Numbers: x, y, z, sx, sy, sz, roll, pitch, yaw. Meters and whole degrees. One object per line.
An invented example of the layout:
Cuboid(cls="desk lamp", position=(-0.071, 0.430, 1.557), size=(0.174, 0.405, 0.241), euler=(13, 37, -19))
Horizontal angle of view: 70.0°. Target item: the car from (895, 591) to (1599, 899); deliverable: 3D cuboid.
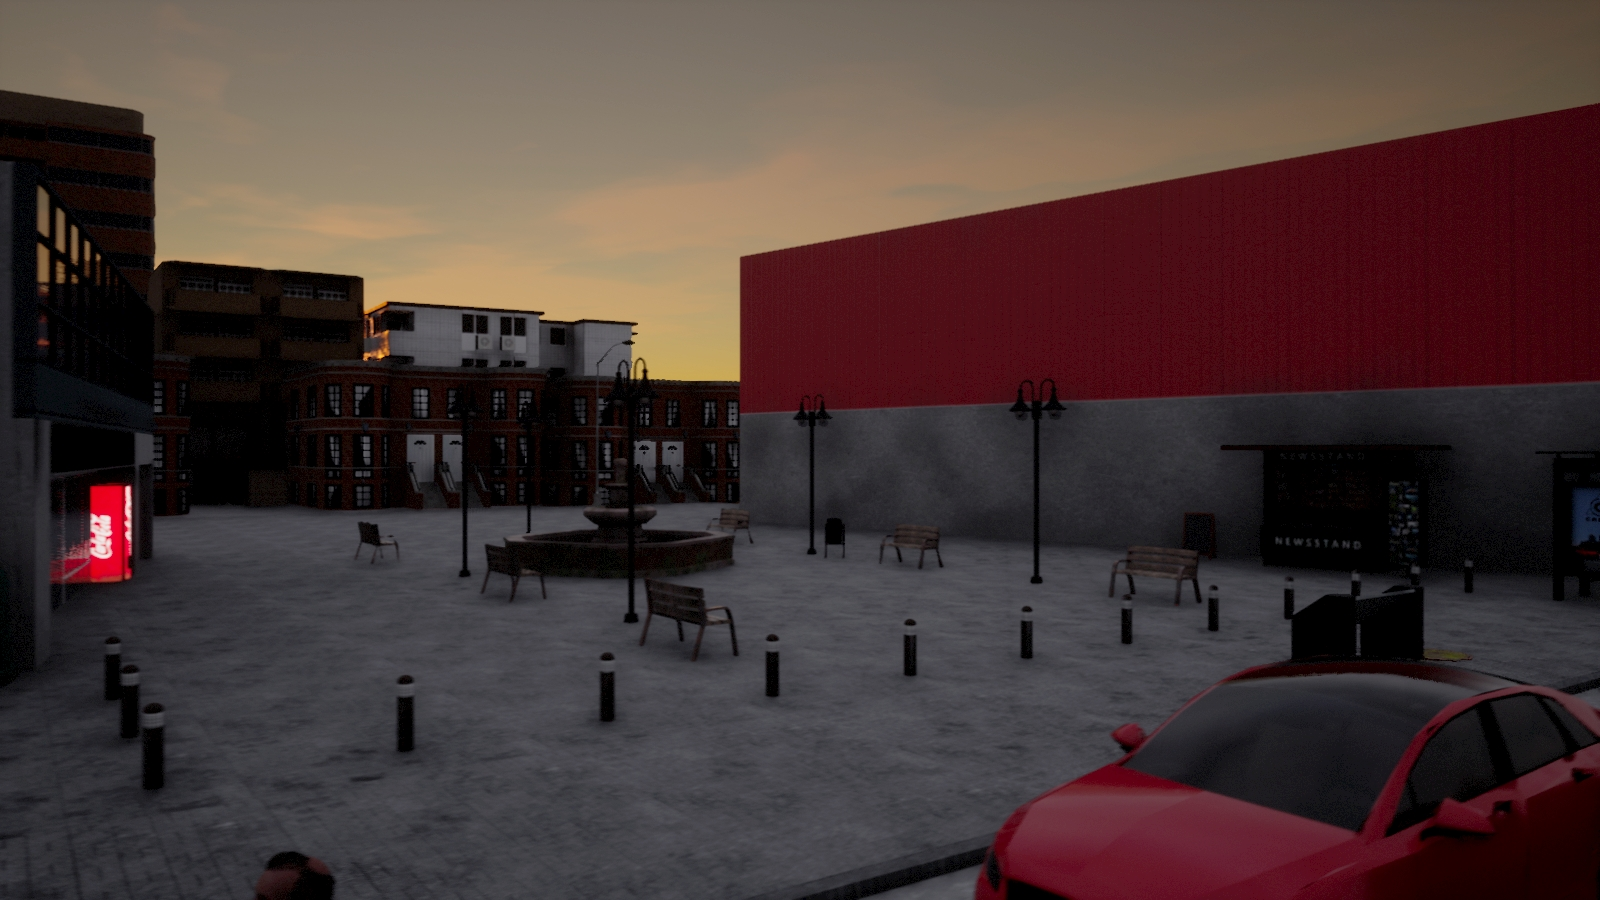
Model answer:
Cuboid(cls="car", position=(3.155, 1.841, 6.624), size=(4.892, 1.480, 2.231), euler=(0, 0, -35))
